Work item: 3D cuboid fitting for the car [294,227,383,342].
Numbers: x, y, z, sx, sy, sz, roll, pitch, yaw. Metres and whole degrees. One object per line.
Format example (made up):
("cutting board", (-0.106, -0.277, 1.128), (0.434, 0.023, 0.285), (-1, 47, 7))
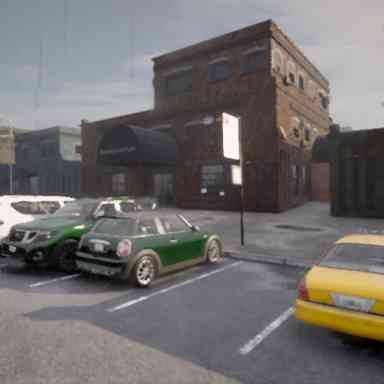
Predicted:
("car", (3.645, 1.474, 6.582), (1.946, 1.575, 5.366), (0, 0, 36))

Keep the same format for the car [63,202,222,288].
("car", (-0.971, 1.325, 9.609), (2.185, 1.767, 4.553), (0, 0, 36))

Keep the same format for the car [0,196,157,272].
("car", (-3.214, 1.185, 11.212), (2.435, 2.045, 5.566), (0, 0, 36))
